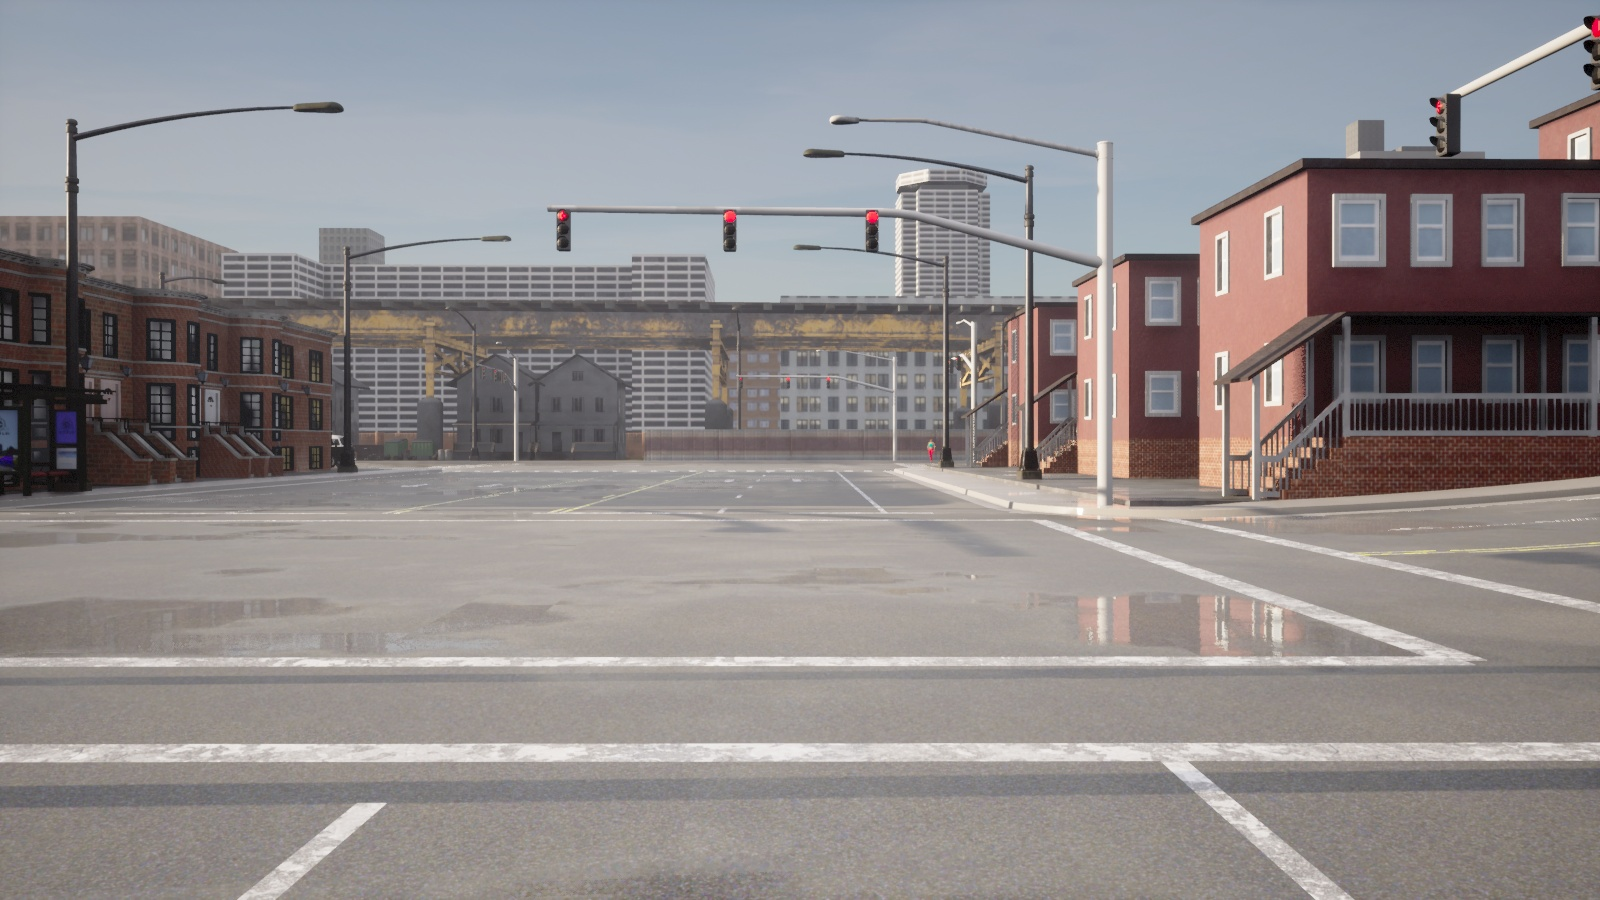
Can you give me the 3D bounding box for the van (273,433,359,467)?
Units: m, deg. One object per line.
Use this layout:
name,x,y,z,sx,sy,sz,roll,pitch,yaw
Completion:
van,-29.763,0.010,77.297,4.480,2.038,2.069,0,0,0
